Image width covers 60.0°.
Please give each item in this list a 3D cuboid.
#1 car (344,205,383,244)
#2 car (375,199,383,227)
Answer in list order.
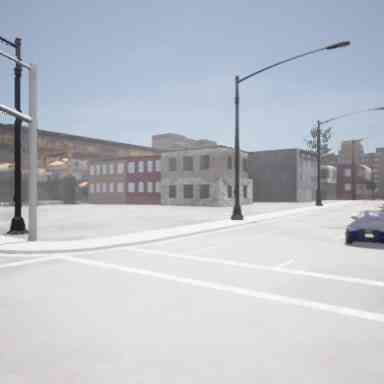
[{"bbox_3d":[8.154,1.514,14.711,1.994,1.385,4.181,0,0,37],"label":"car"},{"bbox_3d":[13.566,1.323,21.989,1.882,1.535,5.008,0,1,37],"label":"car"}]
